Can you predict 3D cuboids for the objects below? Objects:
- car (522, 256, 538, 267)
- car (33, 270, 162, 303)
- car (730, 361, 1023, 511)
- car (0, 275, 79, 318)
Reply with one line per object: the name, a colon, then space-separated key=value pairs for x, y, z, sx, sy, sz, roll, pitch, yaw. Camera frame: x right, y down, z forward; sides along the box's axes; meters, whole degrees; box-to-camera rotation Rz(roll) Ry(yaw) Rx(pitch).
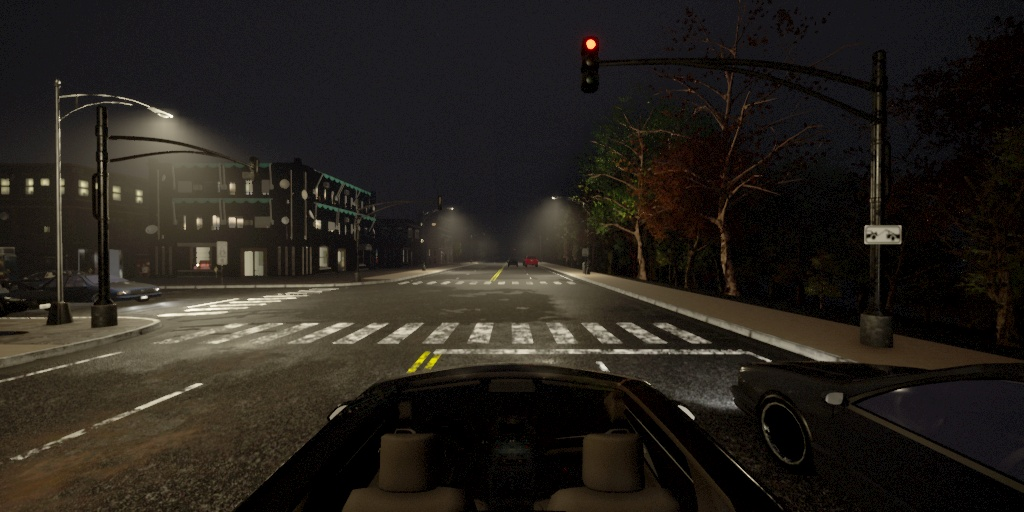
car: x=3.416 y=0.938 z=63.877 sx=2.150 sy=2.045 sz=5.566 roll=0 pitch=0 yaw=0
car: x=-19.287 y=1.509 z=16.380 sx=5.357 sy=1.411 sz=2.033 roll=-1 pitch=1 yaw=3
car: x=3.327 y=1.297 z=1.671 sx=2.033 sy=1.411 sz=5.357 roll=0 pitch=0 yaw=3
car: x=-19.935 y=1.563 z=13.654 sx=4.313 sy=1.339 sz=1.948 roll=0 pitch=0 yaw=0
